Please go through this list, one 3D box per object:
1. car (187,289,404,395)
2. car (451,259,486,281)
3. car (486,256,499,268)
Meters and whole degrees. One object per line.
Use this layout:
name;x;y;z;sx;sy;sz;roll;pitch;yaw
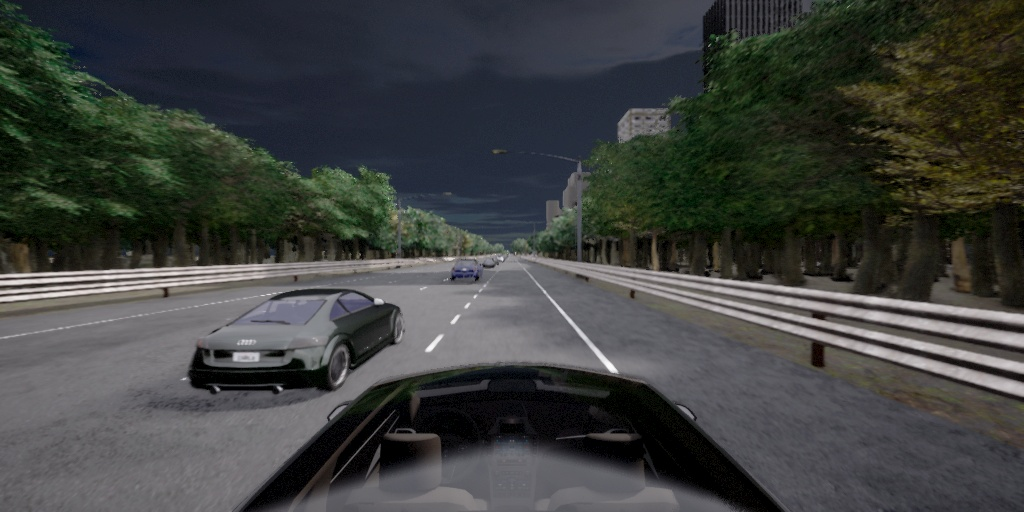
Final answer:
car;-3.499;1.294;6.727;1.994;1.385;4.181;0;0;0
car;-3.497;0.998;28.671;2.097;1.767;4.553;0;0;0
car;-3.495;1.120;55.853;1.994;1.385;4.181;0;0;0
